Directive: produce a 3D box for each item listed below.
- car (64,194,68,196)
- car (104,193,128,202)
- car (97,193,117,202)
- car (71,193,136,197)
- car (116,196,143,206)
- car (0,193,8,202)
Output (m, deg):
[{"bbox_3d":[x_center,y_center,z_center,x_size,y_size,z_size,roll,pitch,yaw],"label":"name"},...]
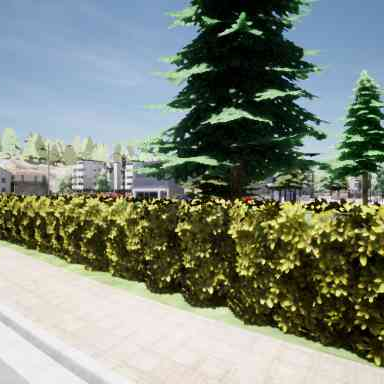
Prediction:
[{"bbox_3d":[-27.320,1.154,80.409,2.152,1.636,5.027,0,0,44],"label":"car"},{"bbox_3d":[-15.854,1.097,69.676,1.932,1.855,4.605,0,0,44],"label":"car"},{"bbox_3d":[-18.212,1.077,71.423,1.905,1.878,3.866,0,0,44],"label":"car"},{"bbox_3d":[-8.077,1.221,31.062,2.150,2.045,5.566,0,0,44],"label":"car"},{"bbox_3d":[-10.055,1.384,53.337,1.970,1.475,3.806,0,0,44],"label":"car"},{"bbox_3d":[-41.764,1.097,70.238,1.932,1.855,4.605,0,0,44],"label":"car"}]
